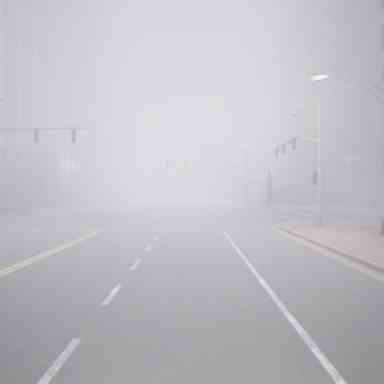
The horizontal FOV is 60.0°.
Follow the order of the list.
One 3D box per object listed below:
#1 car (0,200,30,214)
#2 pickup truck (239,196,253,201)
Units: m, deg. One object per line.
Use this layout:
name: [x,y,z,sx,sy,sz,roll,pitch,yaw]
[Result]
car: [-18.813,1.523,34.033,4.181,1.385,1.994,0,0,10]
pickup truck: [13.193,0.969,77.619,2.390,2.098,6.274,0,0,31]
